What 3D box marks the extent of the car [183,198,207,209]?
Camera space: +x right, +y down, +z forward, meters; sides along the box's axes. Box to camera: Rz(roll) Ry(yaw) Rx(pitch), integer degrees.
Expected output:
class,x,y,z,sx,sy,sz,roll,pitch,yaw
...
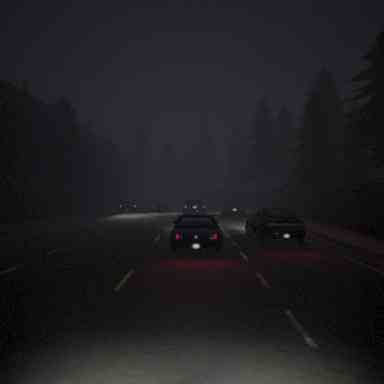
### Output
class,x,y,z,sx,sy,sz,roll,pitch,yaw
car,0.242,1.305,30.330,2.097,1.767,4.553,0,0,0

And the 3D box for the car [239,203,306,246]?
class,x,y,z,sx,sy,sz,roll,pitch,yaw
car,3.672,1.472,15.225,2.128,1.511,4.902,0,0,0

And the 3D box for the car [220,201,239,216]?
class,x,y,z,sx,sy,sz,roll,pitch,yaw
car,3.737,1.521,31.053,1.994,1.385,4.181,0,0,0

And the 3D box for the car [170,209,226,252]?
class,x,y,z,sx,sy,sz,roll,pitch,yaw
car,0.163,1.580,13.772,1.895,1.301,4.718,0,0,0

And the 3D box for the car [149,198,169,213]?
class,x,y,z,sx,sy,sz,roll,pitch,yaw
car,-3.734,1.415,37.081,1.882,1.535,5.008,1,0,-13

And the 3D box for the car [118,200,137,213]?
class,x,y,z,sx,sy,sz,roll,pitch,yaw
car,-6.996,1.535,36.188,1.895,1.301,4.718,0,0,-12
